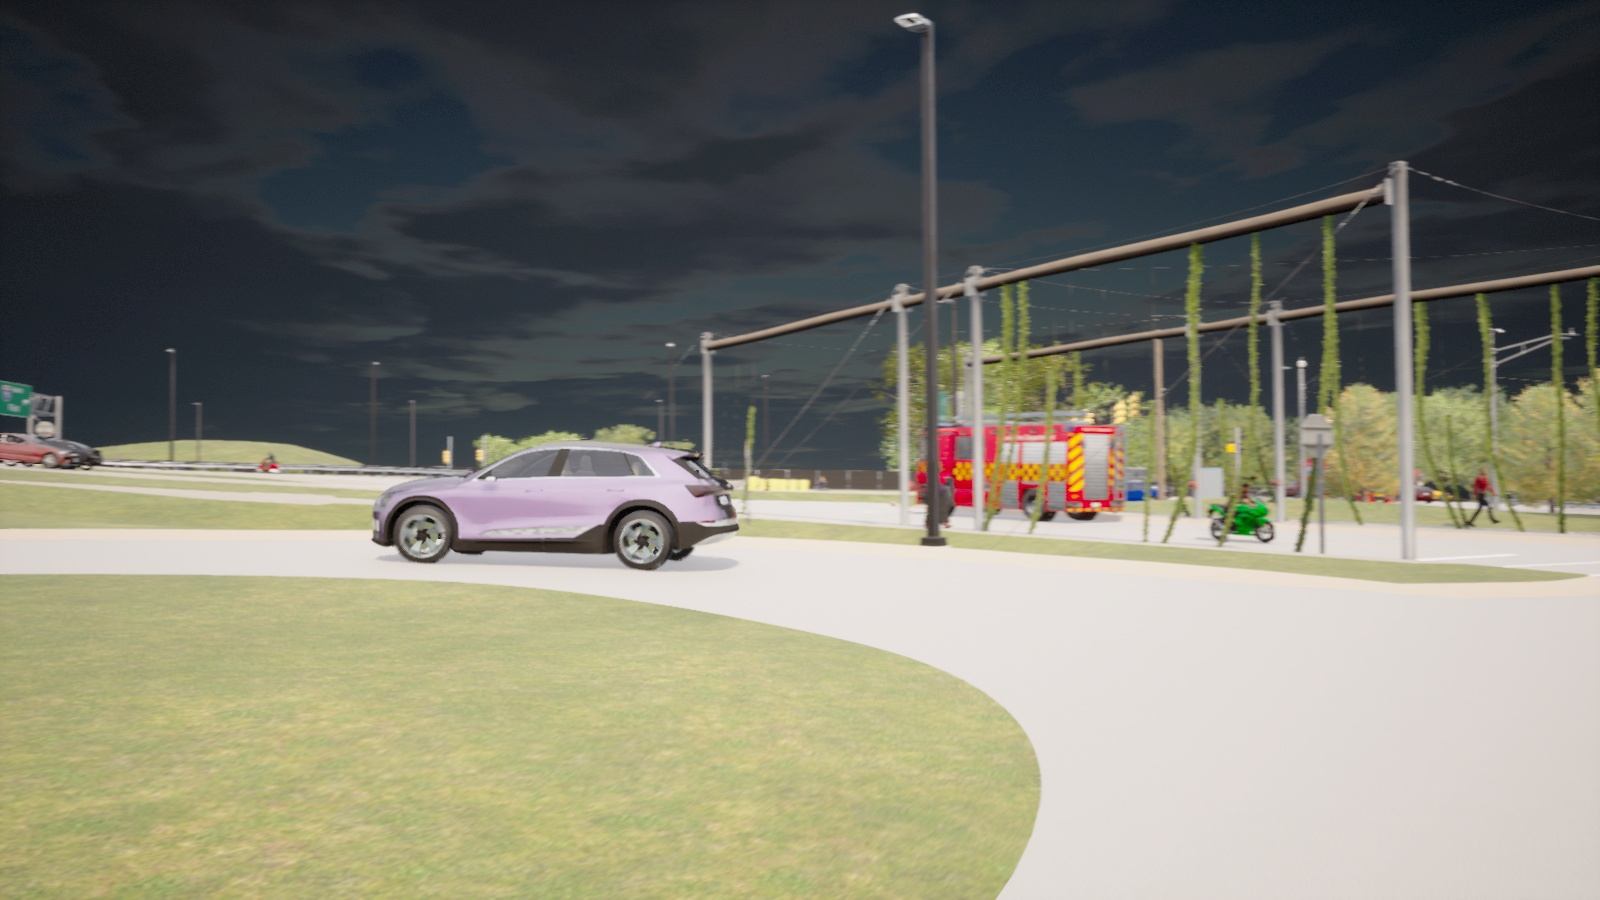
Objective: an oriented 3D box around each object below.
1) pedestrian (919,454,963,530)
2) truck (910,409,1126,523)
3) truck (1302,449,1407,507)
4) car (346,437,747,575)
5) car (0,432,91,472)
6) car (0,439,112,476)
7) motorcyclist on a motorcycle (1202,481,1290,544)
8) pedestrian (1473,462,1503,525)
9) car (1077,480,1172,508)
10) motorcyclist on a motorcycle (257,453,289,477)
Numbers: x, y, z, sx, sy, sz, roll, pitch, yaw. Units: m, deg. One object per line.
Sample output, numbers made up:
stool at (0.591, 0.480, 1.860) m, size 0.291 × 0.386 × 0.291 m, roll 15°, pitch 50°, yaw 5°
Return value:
pedestrian at (3.506, 1.045, 31.180) m, size 0.634 × 1.844 × 0.899 m, roll 1°, pitch -2°, yaw -31°
truck at (7.851, 0.592, 46.609) m, size 2.891 × 3.827 × 8.468 m, roll 1°, pitch -1°, yaw -33°
truck at (38.993, 1.909, 88.628) m, size 2.891 × 3.827 × 8.468 m, roll 1°, pitch -1°, yaw -6°
car at (-3.280, 0.710, 16.856) m, size 4.856 × 1.649 × 2.033 m, roll 1°, pitch -1°, yaw 7°
car at (-37.778, 0.051, 61.270) m, size 5.027 × 1.651 × 2.152 m, roll 4°, pitch -3°, yaw -9°
car at (-38.431, 0.389, 64.622) m, size 4.892 × 1.490 × 1.837 m, roll 4°, pitch -3°, yaw -5°
motorcyclist on a motorcycle at (11.287, 1.551, 31.840) m, size 0.797 × 1.523 × 2.044 m, roll 1°, pitch -1°, yaw -33°
pedestrian at (20.333, 1.290, 37.119) m, size 0.331 × 1.846 × 0.636 m, roll 1°, pitch -2°, yaw -31°
car at (18.777, 2.543, 72.763) m, size 5.008 × 1.535 × 1.882 m, roll 1°, pitch -2°, yaw -7°
motorcyclist on a motorcycle at (-36.816, 1.063, 87.703) m, size 1.817 × 1.590 × 0.866 m, roll 2°, pitch -1°, yaw 6°
